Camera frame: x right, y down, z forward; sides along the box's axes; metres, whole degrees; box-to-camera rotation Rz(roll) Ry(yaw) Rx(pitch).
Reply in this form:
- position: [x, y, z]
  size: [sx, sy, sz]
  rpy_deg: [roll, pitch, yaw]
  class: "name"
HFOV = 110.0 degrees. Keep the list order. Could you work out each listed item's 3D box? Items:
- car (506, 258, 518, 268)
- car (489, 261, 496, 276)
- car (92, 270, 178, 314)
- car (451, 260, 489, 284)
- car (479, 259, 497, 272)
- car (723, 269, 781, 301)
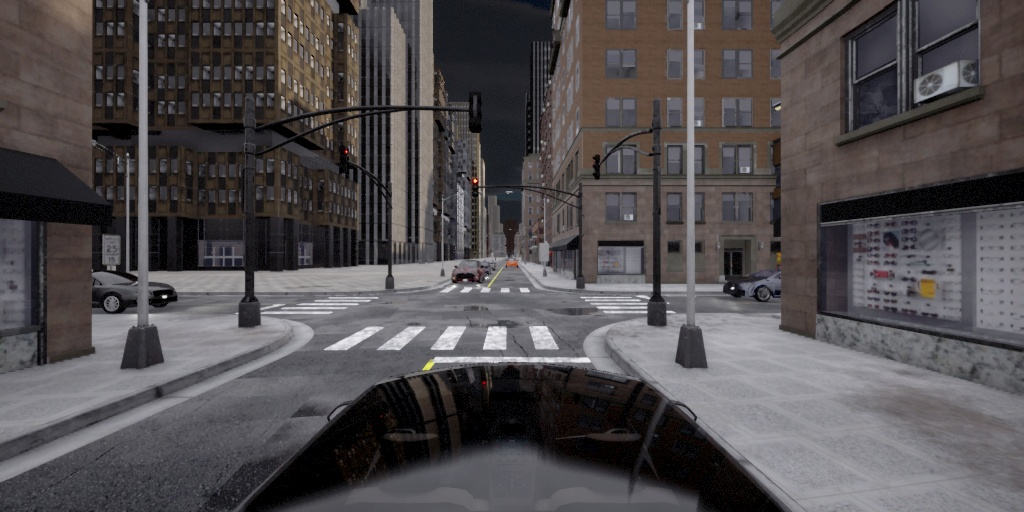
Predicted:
- position: [-0.015, 1.101, 61.649]
  size: [2.097, 1.767, 4.553]
  rpy_deg: [0, 0, 0]
  class: "car"
- position: [-3.167, 1.298, 38.028]
  size: [2.033, 1.411, 5.357]
  rpy_deg: [0, 0, 0]
  class: "car"
- position: [-15.257, 1.259, 13.222]
  size: [4.892, 1.490, 1.837]
  rpy_deg: [0, 0, 0]
  class: "car"
- position: [-3.199, 1.102, 27.154]
  size: [2.097, 1.767, 4.553]
  rpy_deg: [0, 0, 1]
  class: "car"
- position: [-3.178, 1.242, 48.464]
  size: [2.128, 1.511, 4.902]
  rpy_deg: [0, 0, 0]
  class: "car"
- position: [12.222, 1.313, 16.654]
  size: [4.181, 1.385, 1.994]
  rpy_deg: [0, 0, -1]
  class: "car"
